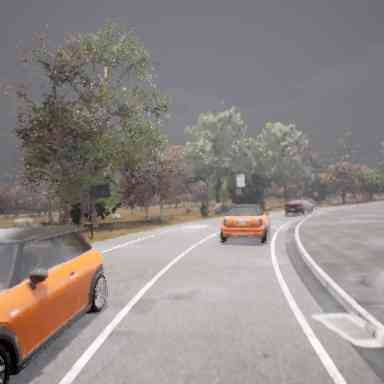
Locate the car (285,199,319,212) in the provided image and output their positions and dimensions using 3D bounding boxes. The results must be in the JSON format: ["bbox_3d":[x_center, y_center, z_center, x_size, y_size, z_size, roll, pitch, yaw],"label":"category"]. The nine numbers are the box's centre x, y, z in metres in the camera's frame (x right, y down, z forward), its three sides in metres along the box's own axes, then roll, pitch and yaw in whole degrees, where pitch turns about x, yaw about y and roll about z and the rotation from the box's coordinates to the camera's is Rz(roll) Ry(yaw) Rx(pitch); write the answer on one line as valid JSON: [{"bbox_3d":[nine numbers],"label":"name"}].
[{"bbox_3d":[14.561,1.705,43.871,2.033,1.411,5.357,-5,-3,44],"label":"car"}]

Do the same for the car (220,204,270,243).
[{"bbox_3d":[2.771,1.397,16.659,2.097,1.767,4.553,-1,-1,15],"label":"car"}]

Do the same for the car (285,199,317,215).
[{"bbox_3d":[11.012,1.502,34.011,1.882,1.535,5.008,-4,-2,34],"label":"car"}]

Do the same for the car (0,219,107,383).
[{"bbox_3d":[-2.878,1.373,4.732,2.097,1.767,4.553,0,0,5],"label":"car"}]
